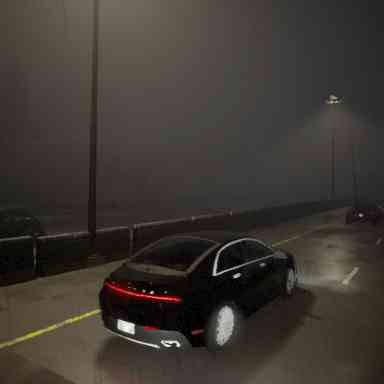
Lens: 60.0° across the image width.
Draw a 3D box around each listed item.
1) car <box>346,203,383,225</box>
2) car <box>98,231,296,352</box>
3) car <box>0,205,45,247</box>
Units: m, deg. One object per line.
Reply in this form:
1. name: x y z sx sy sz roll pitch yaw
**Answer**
1. car: 12.191 1.475 23.385 1.994 1.385 4.181 0 0 34
2. car: 0.503 1.508 6.356 1.837 1.490 4.892 0 0 34
3. car: -8.136 1.352 12.679 2.097 1.767 4.553 0 0 34
